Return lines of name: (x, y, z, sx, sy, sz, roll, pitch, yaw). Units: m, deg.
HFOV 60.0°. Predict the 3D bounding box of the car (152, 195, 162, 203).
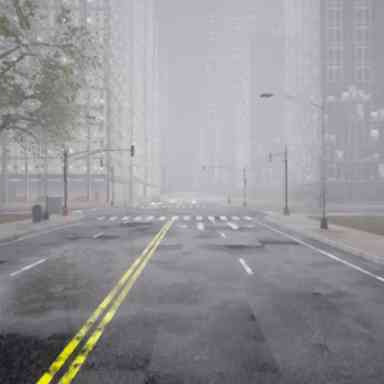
car: (-7.248, 1.448, 68.874, 2.128, 1.511, 4.902, 0, 0, -1)
